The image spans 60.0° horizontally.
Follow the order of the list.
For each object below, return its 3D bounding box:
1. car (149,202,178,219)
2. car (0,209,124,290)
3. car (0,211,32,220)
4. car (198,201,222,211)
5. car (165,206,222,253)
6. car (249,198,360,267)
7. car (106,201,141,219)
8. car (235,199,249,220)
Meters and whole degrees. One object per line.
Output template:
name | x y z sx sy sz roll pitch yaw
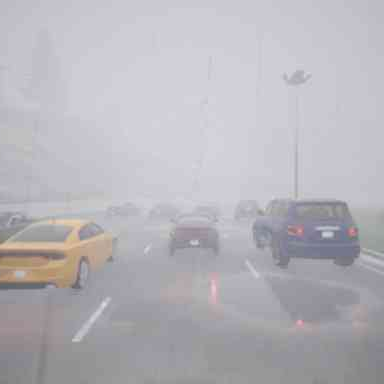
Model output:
car | -2.183 1.543 28.323 1.994 1.385 4.181 0 0 11
car | -3.430 1.471 9.129 1.882 1.535 5.008 0 0 0
car | -6.917 1.482 12.618 2.128 1.511 4.902 0 0 0
car | 1.424 1.505 28.711 1.812 1.442 4.674 0 0 12
car | 0.086 1.516 13.430 1.812 1.442 4.674 0 0 0
car | 3.595 1.213 11.469 2.150 2.045 5.566 0 0 0
car | -5.906 1.505 28.787 1.812 1.442 4.674 0 0 10
car | 4.741 1.333 27.502 2.097 1.767 4.553 0 0 12
